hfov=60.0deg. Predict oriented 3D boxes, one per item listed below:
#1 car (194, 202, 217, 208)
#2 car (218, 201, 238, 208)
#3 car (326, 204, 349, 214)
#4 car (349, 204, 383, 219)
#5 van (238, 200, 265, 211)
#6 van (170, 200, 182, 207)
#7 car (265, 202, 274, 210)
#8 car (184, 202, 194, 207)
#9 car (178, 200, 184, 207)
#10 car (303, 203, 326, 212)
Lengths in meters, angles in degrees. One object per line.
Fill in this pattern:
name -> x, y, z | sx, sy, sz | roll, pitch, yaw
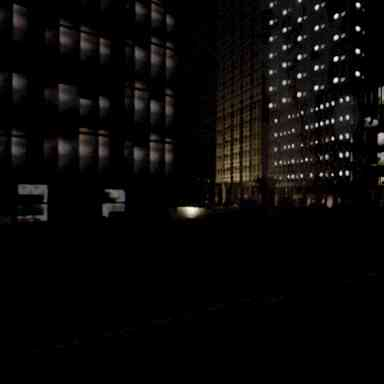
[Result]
car -> 2.814, 2.797, 69.959 | 2.008, 1.369, 4.403 | 0, -1, -24
car -> 8.235, 2.632, 71.806 | 1.837, 1.490, 4.892 | 1, -1, -24
car -> 21.952, 2.361, 47.715 | 1.947, 1.339, 4.313 | 0, -1, -24
car -> 18.899, 2.041, 34.025 | 2.008, 1.369, 4.403 | 0, -1, -24
van -> 9.705, 2.258, 54.563 | 1.690, 1.788, 3.998 | 0, -1, -24
van -> -4.082, 2.925, 85.361 | 1.690, 1.788, 3.998 | 0, -1, -24
car -> 13.065, 2.560, 61.104 | 2.128, 1.511, 4.902 | 1, -2, -24
car -> 0.585, 2.880, 74.938 | 1.752, 1.417, 4.829 | 0, -1, -24
car -> -1.782, 3.016, 80.226 | 1.887, 1.381, 4.507 | 0, -1, -24
car -> 19.654, 2.468, 52.848 | 1.947, 1.339, 4.313 | 0, -1, -24
